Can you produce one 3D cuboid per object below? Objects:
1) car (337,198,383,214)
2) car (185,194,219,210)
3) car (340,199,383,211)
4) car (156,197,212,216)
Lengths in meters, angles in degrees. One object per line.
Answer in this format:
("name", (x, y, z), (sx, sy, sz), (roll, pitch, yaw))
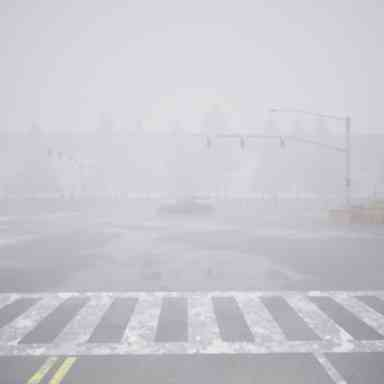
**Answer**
("car", (18.462, 1.475, 35.632), (5.008, 1.535, 1.882), (0, 0, -2))
("car", (0.083, 1.218, 35.072), (5.566, 2.045, 2.150), (0, 0, -2))
("car", (17.386, 1.475, 32.097), (5.008, 1.535, 1.882), (0, 0, -2))
("car", (-0.894, 1.475, 31.541), (5.008, 1.535, 1.882), (0, 0, -2))
